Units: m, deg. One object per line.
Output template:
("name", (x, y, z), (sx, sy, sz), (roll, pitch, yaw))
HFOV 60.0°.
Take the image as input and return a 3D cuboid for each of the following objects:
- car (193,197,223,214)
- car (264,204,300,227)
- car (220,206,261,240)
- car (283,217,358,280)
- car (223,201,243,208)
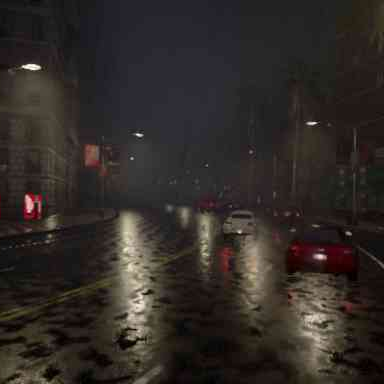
("car", (1.744, 1.716, 42.567), (2.150, 2.045, 5.566), (1, -1, -13))
("car", (7.042, 1.731, 26.301), (2.097, 1.767, 4.553), (1, -1, 3))
("car", (2.853, 1.770, 18.777), (1.812, 1.442, 4.674), (1, -1, 12))
("car", (4.152, 1.736, 10.791), (1.994, 1.385, 4.181), (1, -1, 21))
("car", (5.113, 1.894, 43.195), (2.097, 1.767, 4.553), (1, -1, -12))
